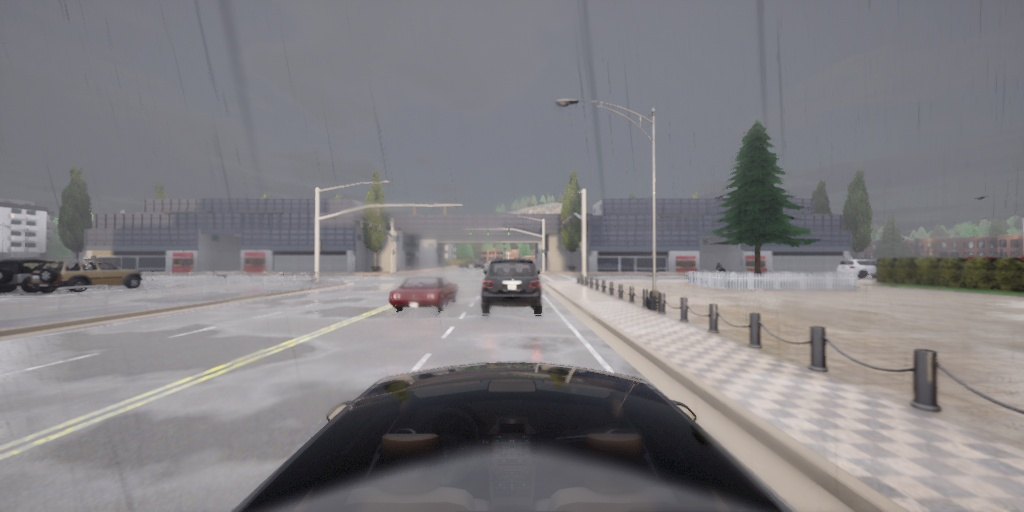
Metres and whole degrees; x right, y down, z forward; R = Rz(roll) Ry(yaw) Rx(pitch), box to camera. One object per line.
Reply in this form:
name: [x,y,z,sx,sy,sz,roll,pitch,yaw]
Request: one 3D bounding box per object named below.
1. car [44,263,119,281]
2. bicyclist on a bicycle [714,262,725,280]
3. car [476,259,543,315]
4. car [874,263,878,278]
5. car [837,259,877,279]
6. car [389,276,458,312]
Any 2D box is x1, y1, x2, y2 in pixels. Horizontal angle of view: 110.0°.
car: [-47.058,1.721,39.297,5.357,1.411,2.033,0,-1,2]
bicyclist on a bicycle: [18.166,1.383,31.396,0.582,1.620,1.656,0,-1,0]
car: [0.009,1.118,14.401,2.150,2.045,5.566,0,0,0]
car: [39.354,1.616,35.190,4.902,1.511,2.128,0,-1,1]
car: [38.437,1.387,38.708,5.566,2.045,2.150,0,-1,0]
car: [-3.484,1.501,15.078,1.895,1.301,4.718,0,-1,0]
